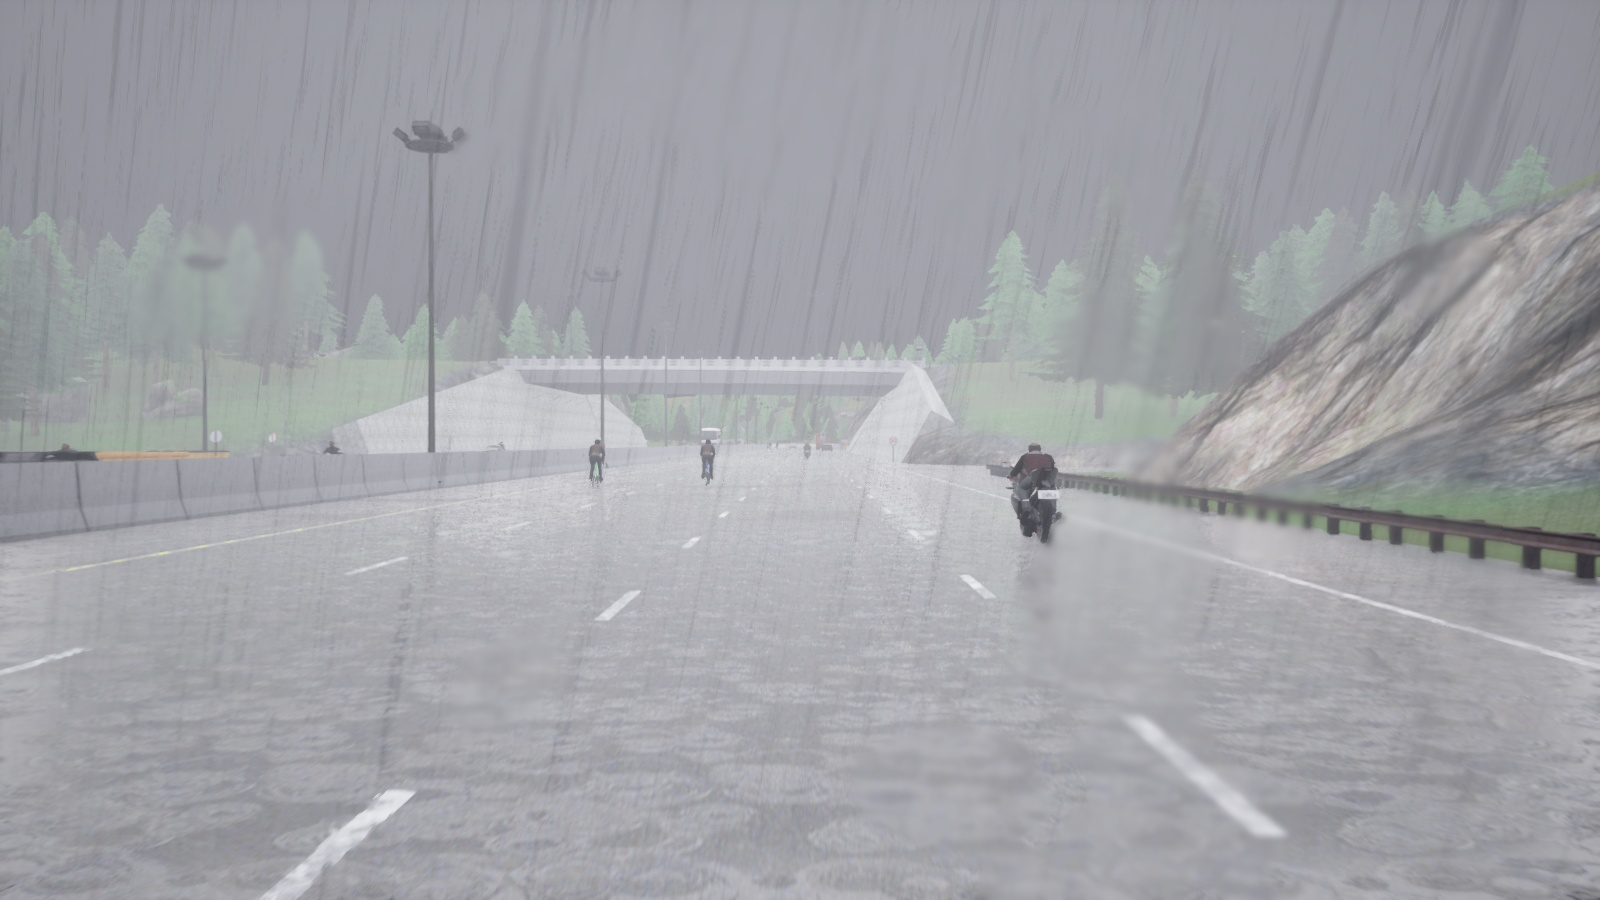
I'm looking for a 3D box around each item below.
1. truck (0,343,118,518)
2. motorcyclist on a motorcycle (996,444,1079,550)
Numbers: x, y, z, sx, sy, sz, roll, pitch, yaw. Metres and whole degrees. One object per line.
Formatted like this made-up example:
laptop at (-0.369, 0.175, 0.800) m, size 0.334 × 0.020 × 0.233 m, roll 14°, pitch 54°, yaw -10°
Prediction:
truck at (-17.341, -0.391, 25.243) m, size 2.891 × 3.462 × 7.936 m, roll 0°, pitch 0°, yaw 0°
motorcyclist on a motorcycle at (3.625, 0.675, 19.353) m, size 0.866 × 1.530 × 2.191 m, roll 0°, pitch 0°, yaw 0°
